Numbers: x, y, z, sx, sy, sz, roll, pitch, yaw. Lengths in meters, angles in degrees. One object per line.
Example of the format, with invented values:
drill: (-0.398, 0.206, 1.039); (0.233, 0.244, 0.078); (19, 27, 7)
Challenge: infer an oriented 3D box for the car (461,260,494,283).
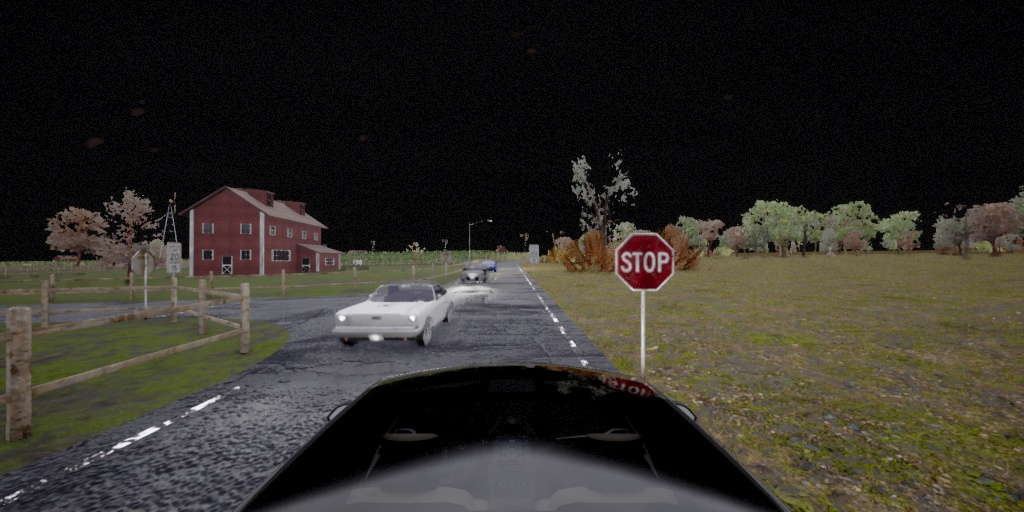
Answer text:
car: (-2.802, 1.251, 27.757); (2.128, 1.511, 4.902); (0, 0, 0)

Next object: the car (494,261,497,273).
car: (-2.835, 1.247, 44.327); (1.882, 1.535, 5.008); (0, 0, 0)

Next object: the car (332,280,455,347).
car: (-2.771, 1.350, 9.489); (1.895, 1.301, 4.718); (0, 0, 0)
